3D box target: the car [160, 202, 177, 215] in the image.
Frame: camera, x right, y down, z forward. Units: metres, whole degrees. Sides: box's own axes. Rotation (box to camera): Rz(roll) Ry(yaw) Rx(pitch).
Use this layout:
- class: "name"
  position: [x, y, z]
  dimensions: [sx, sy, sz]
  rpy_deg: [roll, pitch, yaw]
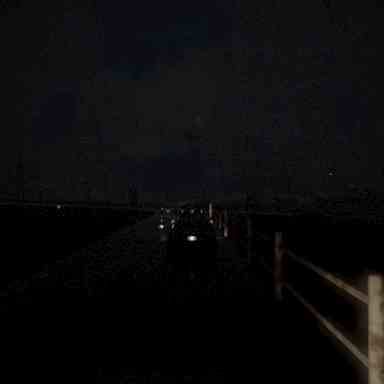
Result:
- class: "car"
  position: [-2.742, 1.980, 40.373]
  dimensions: [1.812, 1.442, 4.674]
  rpy_deg: [0, -1, 0]

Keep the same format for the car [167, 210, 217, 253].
- class: "car"
  position: [0.008, 1.706, 14.301]
  dimensions: [1.994, 1.385, 4.181]
  rpy_deg: [0, -1, 0]

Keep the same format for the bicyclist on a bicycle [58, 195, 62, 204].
- class: "bicyclist on a bicycle"
  position: [-22.601, 1.318, 56.975]
  dimensions: [0.582, 1.620, 1.656]
  rpy_deg: [2, -1, 0]

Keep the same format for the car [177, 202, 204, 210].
- class: "car"
  position: [0.011, 1.659, 29.084]
  dimensions: [2.097, 1.767, 4.553]
  rpy_deg: [0, -1, 0]
